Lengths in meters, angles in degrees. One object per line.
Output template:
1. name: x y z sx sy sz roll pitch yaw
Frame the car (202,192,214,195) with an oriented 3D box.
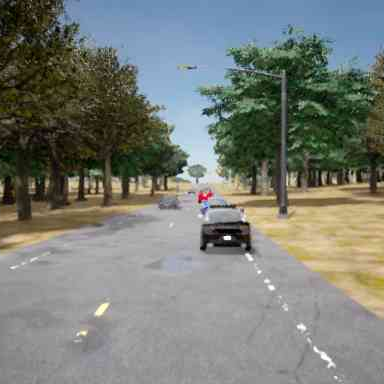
1. car: 2.004 1.100 29.809 1.801 1.575 5.366 0 1 3

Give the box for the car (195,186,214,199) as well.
1. car: 1.987 0.499 48.267 2.150 2.045 5.566 0 1 3

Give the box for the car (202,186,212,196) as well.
1. car: 3.341 -0.238 72.848 2.150 2.045 5.566 0 2 3

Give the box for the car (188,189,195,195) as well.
1. car: 0.032 -0.067 75.675 2.033 1.411 5.357 0 2 3

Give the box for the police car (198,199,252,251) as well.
1. police car: 1.271 1.313 13.821 1.930 1.638 5.238 0 1 2

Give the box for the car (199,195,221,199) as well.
1. car: 1.666 1.231 23.645 1.882 1.535 5.008 0 1 3

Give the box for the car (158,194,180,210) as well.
1. car: -2.348 1.050 35.106 1.837 1.490 4.892 0 1 3
